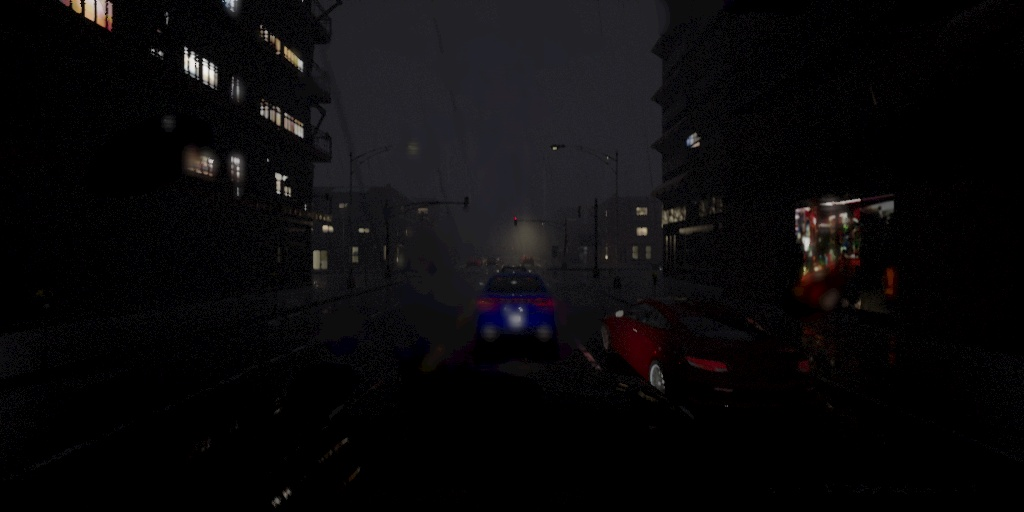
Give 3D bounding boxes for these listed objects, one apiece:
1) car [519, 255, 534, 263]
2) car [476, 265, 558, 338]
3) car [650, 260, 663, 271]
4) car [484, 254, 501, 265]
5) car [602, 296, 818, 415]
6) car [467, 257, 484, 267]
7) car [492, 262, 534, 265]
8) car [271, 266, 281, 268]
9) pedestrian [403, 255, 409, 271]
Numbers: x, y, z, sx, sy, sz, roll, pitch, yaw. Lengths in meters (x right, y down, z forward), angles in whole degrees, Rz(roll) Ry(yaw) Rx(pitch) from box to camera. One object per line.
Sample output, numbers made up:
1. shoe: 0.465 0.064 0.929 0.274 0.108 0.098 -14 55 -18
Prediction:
1. car: 2.676 0.717 60.559 2.192 1.841 5.009 0 0 0
2. car: 0.099 1.174 10.043 1.882 1.535 5.008 0 0 0
3. car: 17.487 0.873 39.367 4.313 1.339 1.948 0 0 0
4. car: -3.089 0.926 56.751 1.837 1.490 4.892 0 1 0
5. car: 2.689 1.305 5.808 1.802 1.307 4.207 0 0 0
6. car: -5.791 0.977 55.035 1.888 1.381 4.507 0 0 0
7. car: 0.098 1.205 18.985 1.994 1.385 4.181 0 0 0
8. car: -23.921 1.317 33.545 4.892 1.490 1.837 -1 0 0
9. pedestrian: -12.521 0.787 42.286 0.375 1.860 0.375 0 1 0
